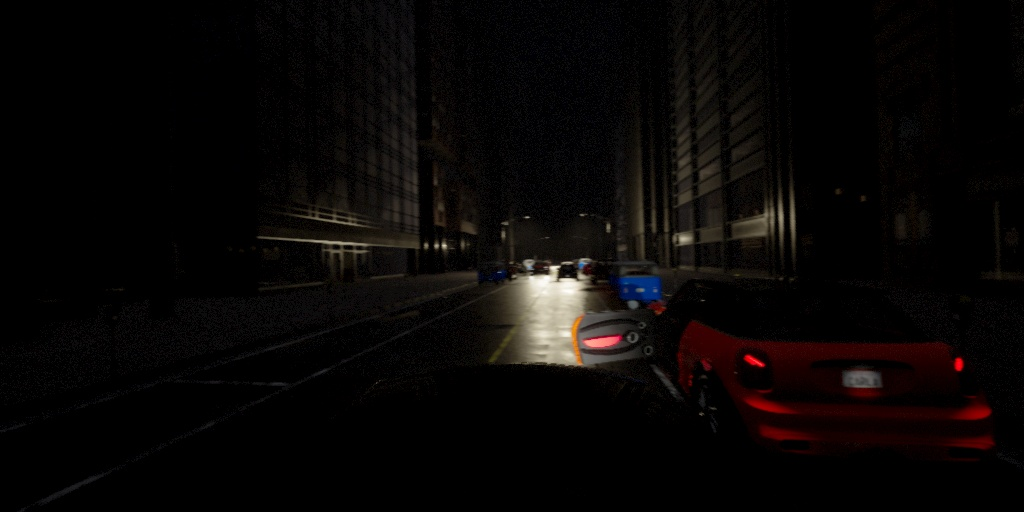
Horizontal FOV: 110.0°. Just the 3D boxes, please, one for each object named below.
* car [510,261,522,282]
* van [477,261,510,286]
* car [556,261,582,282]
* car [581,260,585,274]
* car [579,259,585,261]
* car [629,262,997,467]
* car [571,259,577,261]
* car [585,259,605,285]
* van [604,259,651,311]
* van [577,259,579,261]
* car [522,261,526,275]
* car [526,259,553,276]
[{"bbox_3d":[-0.679,1.372,33.476,2.192,1.841,5.009,0,0,9],"label":"car"},{"bbox_3d":[-1.523,1.369,27.931,1.690,1.789,3.998,0,0,9],"label":"van"},{"bbox_3d":[4.817,1.419,31.053,1.812,1.442,4.674,-2,0,9],"label":"car"},{"bbox_3d":[8.592,1.404,37.750,1.888,1.381,4.507,0,0,9],"label":"car"},{"bbox_3d":[9.436,1.328,43.295,1.967,1.591,4.097,0,0,9],"label":"car"},{"bbox_3d":[3.215,1.050,5.068,2.097,1.767,4.553,-2,-1,9],"label":"car"},{"bbox_3d":[7.110,1.500,46.099,1.812,1.442,4.674,-2,0,9],"label":"car"},{"bbox_3d":[6.903,1.114,26.660,2.192,1.841,5.009,0,0,9],"label":"car"},{"bbox_3d":[5.215,1.082,15.569,1.690,1.789,3.998,0,0,9],"label":"van"},{"bbox_3d":[11.124,1.289,54.385,1.690,1.789,3.998,0,0,9],"label":"van"},{"bbox_3d":[1.009,1.667,44.567,2.007,1.370,4.403,0,0,9],"label":"car"},{"bbox_3d":[3.256,1.380,41.280,2.097,1.767,4.553,-2,0,9],"label":"car"}]
